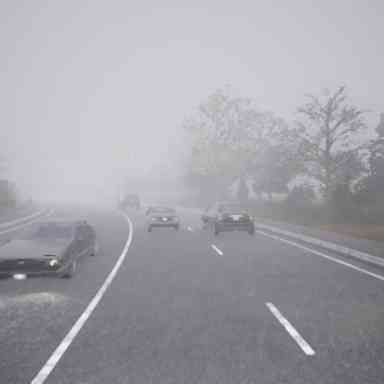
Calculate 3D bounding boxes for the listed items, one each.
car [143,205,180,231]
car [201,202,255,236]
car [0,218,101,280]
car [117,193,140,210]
[{"bbox_3d":[-1.942,1.528,20.532,2.033,1.411,5.357,0,0,-11],"label":"car"},{"bbox_3d":[1.867,1.326,18.579,2.097,1.767,4.553,0,0,-9],"label":"car"},{"bbox_3d":[-4.133,1.546,10.240,2.033,1.411,5.357,0,0,-5],"label":"car"},{"bbox_3d":[-8.024,1.190,41.847,2.150,2.045,5.566,0,0,-21],"label":"car"}]
